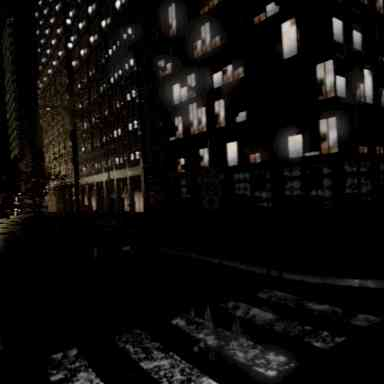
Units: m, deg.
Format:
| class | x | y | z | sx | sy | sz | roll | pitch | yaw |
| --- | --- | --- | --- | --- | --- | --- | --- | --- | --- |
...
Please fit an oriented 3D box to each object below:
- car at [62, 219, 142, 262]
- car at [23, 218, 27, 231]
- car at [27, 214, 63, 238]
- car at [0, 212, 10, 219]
| class | x | y | z | sx | sy | sz | roll | pitch | yaw |
| --- | --- | --- | --- | --- | --- | --- | --- | --- | --- |
| car | -3.517 | 1.819 | 13.442 | 2.008 | 1.369 | 4.403 | -5 | 0 | -34 |
| car | -12.842 | 2.523 | 27.490 | 1.947 | 1.339 | 4.313 | -5 | 0 | -34 |
| car | -9.733 | 2.293 | 22.808 | 1.947 | 1.339 | 4.313 | -5 | 0 | -34 |
| car | -31.491 | 3.941 | 55.585 | 1.802 | 1.307 | 4.206 | -5 | 0 | -34 |
